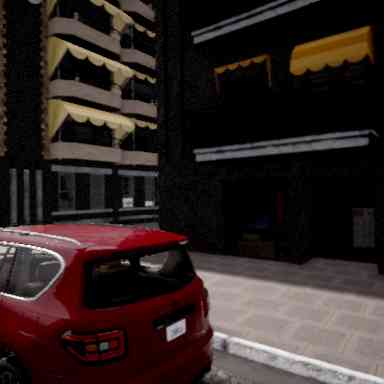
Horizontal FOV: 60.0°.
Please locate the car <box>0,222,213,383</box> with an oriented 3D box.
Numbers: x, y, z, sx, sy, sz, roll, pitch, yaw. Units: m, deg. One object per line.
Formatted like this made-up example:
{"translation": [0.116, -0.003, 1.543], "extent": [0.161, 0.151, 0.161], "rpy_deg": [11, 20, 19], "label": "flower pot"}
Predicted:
{"translation": [-2.087, 1.335, 4.385], "extent": [5.009, 1.841, 2.192], "rpy_deg": [0, -1, 36], "label": "car"}
